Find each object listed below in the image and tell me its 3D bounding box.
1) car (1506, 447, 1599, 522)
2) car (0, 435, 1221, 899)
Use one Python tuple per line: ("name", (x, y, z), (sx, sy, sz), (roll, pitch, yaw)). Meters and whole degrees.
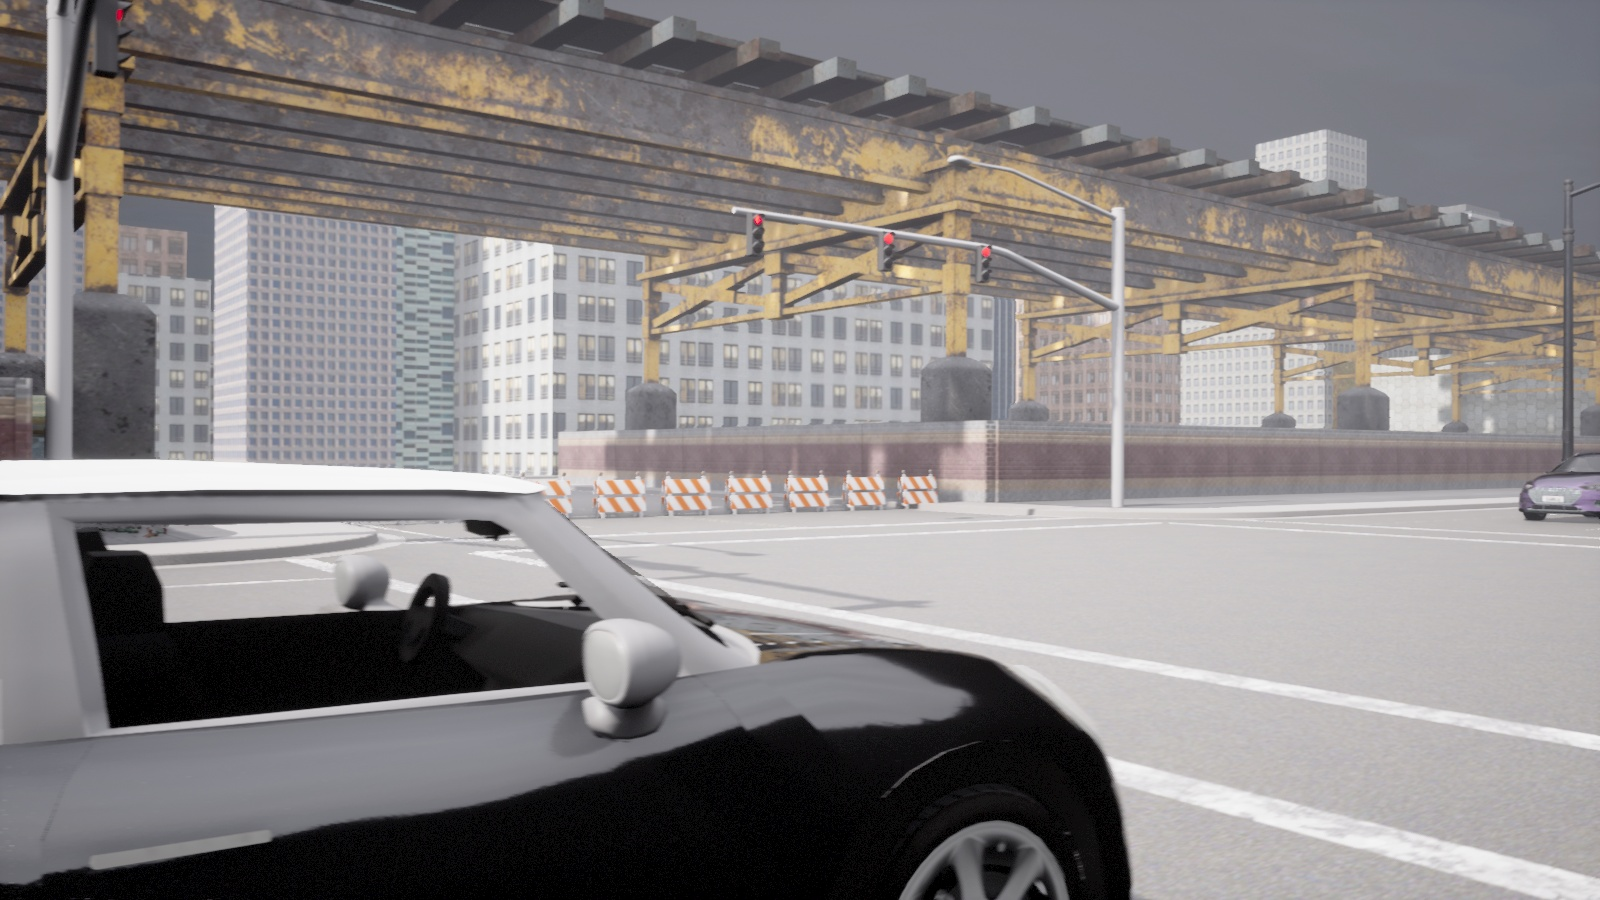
("car", (18.916, 0.757, 29.629), (4.856, 1.649, 2.033), (0, 0, -35))
("car", (-1.048, 0.721, 2.930), (3.806, 1.475, 1.970), (0, 0, -35))
